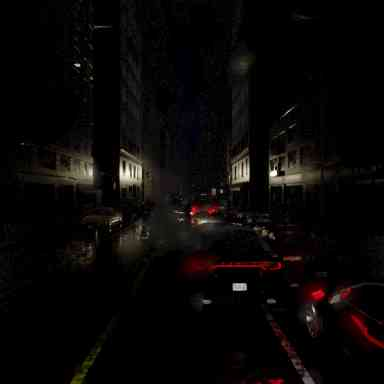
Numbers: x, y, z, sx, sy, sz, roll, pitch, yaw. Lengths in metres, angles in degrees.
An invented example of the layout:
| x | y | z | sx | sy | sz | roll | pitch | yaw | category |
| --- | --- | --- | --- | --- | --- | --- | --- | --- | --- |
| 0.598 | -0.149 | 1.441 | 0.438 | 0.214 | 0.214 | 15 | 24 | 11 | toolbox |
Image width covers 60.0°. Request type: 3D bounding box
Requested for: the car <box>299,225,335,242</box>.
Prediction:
| x | y | z | sx | sy | sz | roll | pitch | yaw | category |
| --- | --- | --- | --- | --- | --- | --- | --- | --- | --- |
| 2.660 | 1.546 | 9.027 | 1.887 | 1.381 | 4.507 | 0 | 0 | 0 | car |

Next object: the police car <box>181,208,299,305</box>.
| x | y | z | sx | sy | sz | roll | pitch | yaw | category |
| --- | --- | --- | --- | --- | --- | --- | --- | --- | --- |
| 0.747 | 1.426 | 8.298 | 1.930 | 1.638 | 5.238 | 0 | 0 | -2 | police car |

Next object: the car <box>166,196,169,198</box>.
| x | y | z | sx | sy | sz | roll | pitch | yaw | category |
| --- | --- | --- | --- | --- | --- | --- | --- | --- | --- |
| -5.251 | 1.563 | 53.191 | 2.008 | 1.369 | 4.403 | 0 | 0 | 0 | car |

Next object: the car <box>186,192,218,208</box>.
| x | y | z | sx | sy | sz | roll | pitch | yaw | category |
| --- | --- | --- | --- | --- | --- | --- | --- | --- | --- |
| 0.887 | 1.229 | 24.242 | 2.150 | 2.045 | 5.566 | 0 | 0 | 0 | car |

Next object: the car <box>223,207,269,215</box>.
| x | y | z | sx | sy | sz | roll | pitch | yaw | category |
| --- | --- | --- | --- | --- | --- | --- | --- | --- | --- |
| 2.674 | 1.553 | 14.546 | 2.008 | 1.369 | 4.403 | 0 | 0 | 0 | car |

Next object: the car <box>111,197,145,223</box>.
| x | y | z | sx | sy | sz | roll | pitch | yaw | category |
| --- | --- | --- | --- | --- | --- | --- | --- | --- | --- |
| -5.323 | 1.320 | 25.599 | 2.192 | 1.841 | 5.009 | 0 | 0 | 0 | car |

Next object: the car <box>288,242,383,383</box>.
| x | y | z | sx | sy | sz | roll | pitch | yaw | category |
| --- | --- | --- | --- | --- | --- | --- | --- | --- | --- |
| 2.645 | 1.566 | 3.509 | 1.947 | 1.339 | 4.313 | 0 | 0 | 0 | car |

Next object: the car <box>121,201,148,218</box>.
| x | y | z | sx | sy | sz | roll | pitch | yaw | category |
| --- | --- | --- | --- | --- | --- | --- | --- | --- | --- |
| -5.308 | 1.589 | 31.117 | 1.802 | 1.307 | 4.206 | 0 | 0 | 0 | car |

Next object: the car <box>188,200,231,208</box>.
| x | y | z | sx | sy | sz | roll | pitch | yaw | category |
| --- | --- | --- | --- | --- | --- | --- | --- | --- | --- |
| 0.855 | 1.460 | 18.405 | 1.801 | 1.575 | 5.366 | 0 | 0 | 0 | car |

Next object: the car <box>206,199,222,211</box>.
| x | y | z | sx | sy | sz | roll | pitch | yaw | category |
| --- | --- | --- | --- | --- | --- | --- | --- | --- | --- |
| 2.745 | 1.592 | 42.141 | 1.802 | 1.307 | 4.206 | 0 | 0 | 0 | car |

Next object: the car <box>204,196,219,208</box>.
| x | y | z | sx | sy | sz | roll | pitch | yaw | category |
| --- | --- | --- | --- | --- | --- | --- | --- | --- | --- |
| 2.760 | 1.451 | 47.660 | 1.967 | 1.590 | 4.097 | 0 | 0 | 0 | car |

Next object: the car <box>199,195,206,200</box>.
| x | y | z | sx | sy | sz | roll | pitch | yaw | category |
| --- | --- | --- | --- | --- | --- | --- | --- | --- | --- |
| 2.874 | 1.602 | 91.622 | 1.802 | 1.307 | 4.206 | 0 | 0 | 0 | car |

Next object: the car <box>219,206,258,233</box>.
| x | y | z | sx | sy | sz | roll | pitch | yaw | category |
| --- | --- | --- | --- | --- | --- | --- | --- | --- | --- |
| 2.688 | 1.586 | 20.065 | 1.802 | 1.307 | 4.206 | 0 | 0 | 0 | car |

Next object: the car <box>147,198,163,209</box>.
| x | y | z | sx | sy | sz | roll | pitch | yaw | category |
| --- | --- | --- | --- | --- | --- | --- | --- | --- | --- |
| -5.266 | 1.536 | 47.502 | 1.752 | 1.417 | 4.829 | 0 | 0 | 0 | car |

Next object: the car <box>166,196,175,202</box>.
| x | y | z | sx | sy | sz | roll | pitch | yaw | category |
| --- | --- | --- | --- | --- | --- | --- | --- | --- | --- |
| -5.181 | 1.569 | 80.272 | 2.008 | 1.369 | 4.403 | 0 | 0 | 0 | car |

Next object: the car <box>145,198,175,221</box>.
| x | y | z | sx | sy | sz | roll | pitch | yaw | category |
| --- | --- | --- | --- | --- | --- | --- | --- | --- | --- |
| -2.780 | 1.497 | 26.947 | 2.128 | 1.511 | 4.902 | 0 | 0 | 0 | car |

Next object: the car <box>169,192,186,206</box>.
| x | y | z | sx | sy | sz | roll | pitch | yaw | category |
| --- | --- | --- | --- | --- | --- | --- | --- | --- | --- |
| -2.610 | 1.235 | 54.256 | 2.150 | 2.045 | 5.566 | 0 | 0 | 0 | car |

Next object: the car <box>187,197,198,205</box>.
| x | y | z | sx | sy | sz | roll | pitch | yaw | category |
| --- | --- | --- | --- | --- | --- | --- | --- | --- | --- |
| 0.152 | 1.615 | 58.945 | 1.895 | 1.301 | 4.718 | 0 | 0 | 0 | car |

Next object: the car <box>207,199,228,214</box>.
| x | y | z | sx | sy | sz | roll | pitch | yaw | category |
| --- | --- | --- | --- | --- | --- | --- | --- | --- | --- |
| 2.731 | 1.559 | 36.622 | 2.008 | 1.369 | 4.403 | 0 | 0 | 0 | car |

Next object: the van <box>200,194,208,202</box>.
| x | y | z | sx | sy | sz | roll | pitch | yaw | category |
| --- | --- | --- | --- | --- | --- | --- | --- | --- | --- |
| 2.844 | 1.359 | 80.260 | 1.690 | 1.788 | 3.998 | 0 | 0 | 0 | van |

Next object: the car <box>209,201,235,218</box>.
| x | y | z | sx | sy | sz | roll | pitch | yaw | category |
| --- | --- | --- | --- | --- | --- | --- | --- | --- | --- |
| 2.717 | 1.558 | 31.104 | 2.008 | 1.369 | 4.403 | 0 | 0 | 0 | car |

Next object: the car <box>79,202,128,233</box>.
| x | y | z | sx | sy | sz | roll | pitch | yaw | category |
| --- | --- | --- | --- | --- | --- | --- | --- | --- | --- |
| -5.333 | 1.529 | 19.912 | 1.752 | 1.417 | 4.829 | 0 | 0 | 0 | car |
